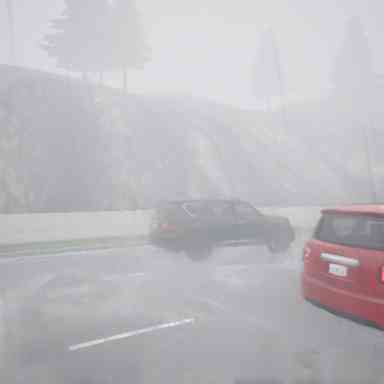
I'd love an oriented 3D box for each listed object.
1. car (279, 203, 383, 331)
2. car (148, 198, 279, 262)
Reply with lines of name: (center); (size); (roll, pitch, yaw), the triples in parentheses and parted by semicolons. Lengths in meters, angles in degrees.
car: (4.530, 1.221, 5.980); (5.566, 2.045, 2.150); (0, 0, -26)
car: (1.152, 1.222, 12.289); (5.566, 2.045, 2.150); (0, 0, -26)
